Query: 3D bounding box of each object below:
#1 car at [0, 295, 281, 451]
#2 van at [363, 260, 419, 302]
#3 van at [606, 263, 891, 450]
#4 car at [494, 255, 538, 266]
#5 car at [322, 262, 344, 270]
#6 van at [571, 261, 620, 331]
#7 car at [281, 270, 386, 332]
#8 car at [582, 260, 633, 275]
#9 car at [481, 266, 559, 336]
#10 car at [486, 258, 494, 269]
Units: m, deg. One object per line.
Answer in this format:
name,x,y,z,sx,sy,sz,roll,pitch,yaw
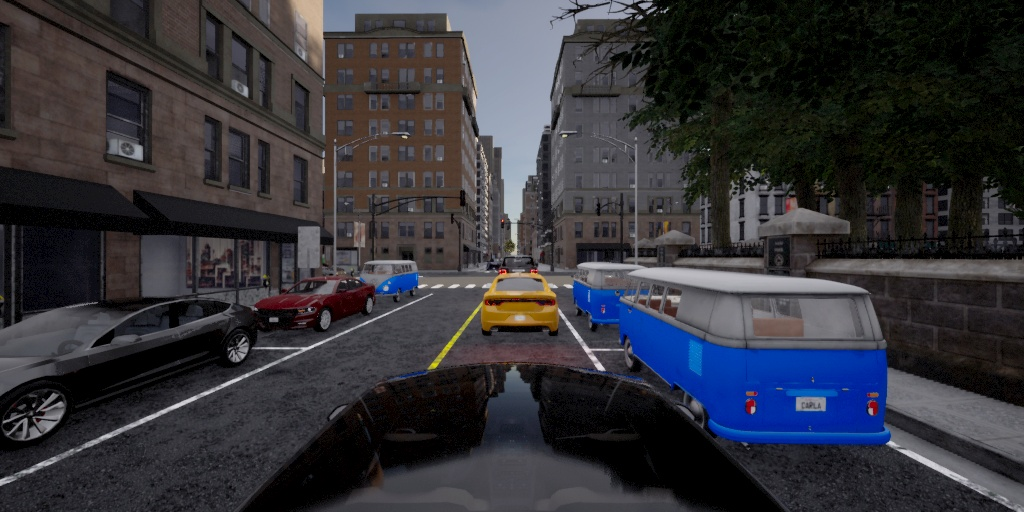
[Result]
car,-5.807,1.315,5.225,1.948,1.339,4.313,0,0,1
van,-5.580,1.087,16.543,1.690,1.789,3.998,0,0,1
van,2.716,1.091,5.066,1.690,1.789,3.998,0,0,1
car,0.332,0.965,20.426,2.150,2.045,5.566,0,0,0
car,-16.200,1.279,28.671,5.357,1.411,2.033,0,0,1
van,2.830,1.089,10.723,1.690,1.789,3.998,0,0,1
car,-5.694,1.294,10.884,1.888,1.381,4.507,0,0,1
car,10.168,1.237,38.452,4.902,1.511,2.128,0,0,0
car,0.226,1.226,10.470,1.882,1.535,5.008,0,0,1
car,-2.301,1.085,49.676,2.097,1.767,4.553,0,0,2
